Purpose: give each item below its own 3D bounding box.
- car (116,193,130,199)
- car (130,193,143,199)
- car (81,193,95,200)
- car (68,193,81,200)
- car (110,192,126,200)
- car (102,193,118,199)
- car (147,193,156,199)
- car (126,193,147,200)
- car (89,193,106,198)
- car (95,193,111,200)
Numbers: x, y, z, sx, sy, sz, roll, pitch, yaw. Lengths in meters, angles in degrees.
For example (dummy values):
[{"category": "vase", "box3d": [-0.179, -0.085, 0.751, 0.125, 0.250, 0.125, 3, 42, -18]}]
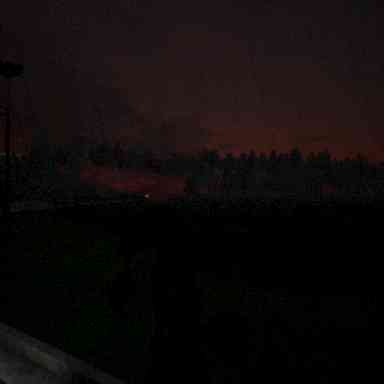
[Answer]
[{"category": "car", "box3d": [-17.467, 0.900, 84.658, 1.837, 1.490, 4.892, 0, 0, 10]}, {"category": "car", "box3d": [-14.023, 0.921, 84.038, 1.837, 1.490, 4.892, 0, 0, 10]}, {"category": "car", "box3d": [-22.688, 1.120, 75.436, 1.994, 1.385, 4.181, 0, 0, 10]}, {"category": "car", "box3d": [-26.206, 1.071, 75.647, 2.128, 1.511, 4.902, 0, 0, 10]}, {"category": "car", "box3d": [-15.794, 1.206, 74.224, 1.895, 1.301, 4.718, 0, 0, 10]}, {"category": "car", "box3d": [-20.912, 0.918, 85.280, 2.033, 1.411, 5.357, 0, 0, 10]}, {"category": "car", "box3d": [-10.578, 0.921, 83.417, 1.882, 1.535, 5.008, 0, 0, 10]}, {"category": "car", "box3d": [-12.334, 0.978, 73.680, 2.097, 1.767, 4.553, 0, 0, 10]}, {"category": "car", "box3d": [-24.356, 0.896, 85.900, 2.033, 1.411, 5.357, 0, 0, 10]}, {"category": "car", "box3d": [-19.223, 0.935, 74.921, 2.097, 1.767, 4.553, 0, 0, 10]}]
